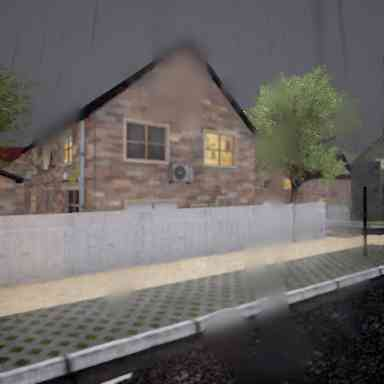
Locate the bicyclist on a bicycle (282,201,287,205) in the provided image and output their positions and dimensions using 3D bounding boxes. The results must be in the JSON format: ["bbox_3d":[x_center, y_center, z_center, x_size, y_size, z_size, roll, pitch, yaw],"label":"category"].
[{"bbox_3d":[8.728,1.666,31.416,1.656,1.620,0.582,-3,2,-35],"label":"bicyclist on a bicycle"}]
